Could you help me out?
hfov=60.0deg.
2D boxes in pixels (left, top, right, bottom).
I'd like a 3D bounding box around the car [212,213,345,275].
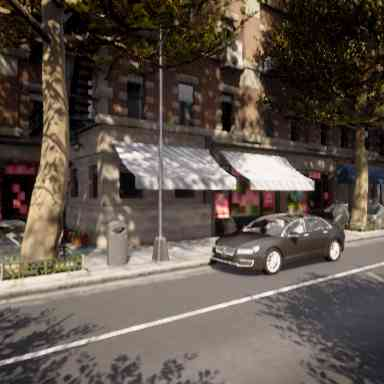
[{"bbox_3d":[2.833,1.436,10.355,4.892,1.521,2.231,0,0,-36],"label":"car"}]
